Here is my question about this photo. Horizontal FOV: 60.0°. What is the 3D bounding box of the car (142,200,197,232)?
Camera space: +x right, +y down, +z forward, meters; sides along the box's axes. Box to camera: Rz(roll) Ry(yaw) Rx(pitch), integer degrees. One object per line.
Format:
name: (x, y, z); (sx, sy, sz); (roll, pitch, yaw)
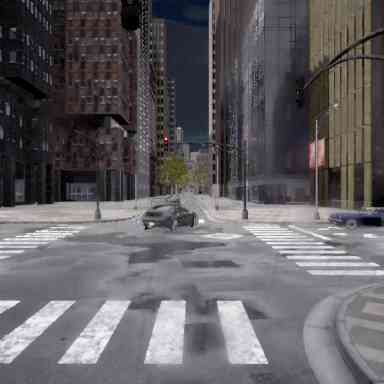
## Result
car: (-1.239, 1.503, 20.430); (1.837, 1.490, 4.892); (3, 1, 24)

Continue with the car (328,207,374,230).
car: (11.029, 1.602, 20.629); (4.718, 1.301, 1.895); (0, 0, 0)

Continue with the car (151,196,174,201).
car: (-3.203, 1.350, 32.095); (2.097, 1.767, 4.553); (0, 0, 0)

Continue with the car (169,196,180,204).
car: (-3.257, 1.475, 62.708); (1.882, 1.535, 5.008); (0, 0, 0)

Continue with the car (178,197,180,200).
car: (-3.207, 1.502, 52.332); (1.837, 1.490, 4.892); (0, 0, 0)

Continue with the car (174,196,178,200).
car: (-3.226, 1.489, 42.145); (2.128, 1.511, 4.902); (0, 0, 0)

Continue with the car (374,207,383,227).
car: (13.018, 1.232, 17.377); (5.566, 2.045, 2.150); (0, 0, 0)
